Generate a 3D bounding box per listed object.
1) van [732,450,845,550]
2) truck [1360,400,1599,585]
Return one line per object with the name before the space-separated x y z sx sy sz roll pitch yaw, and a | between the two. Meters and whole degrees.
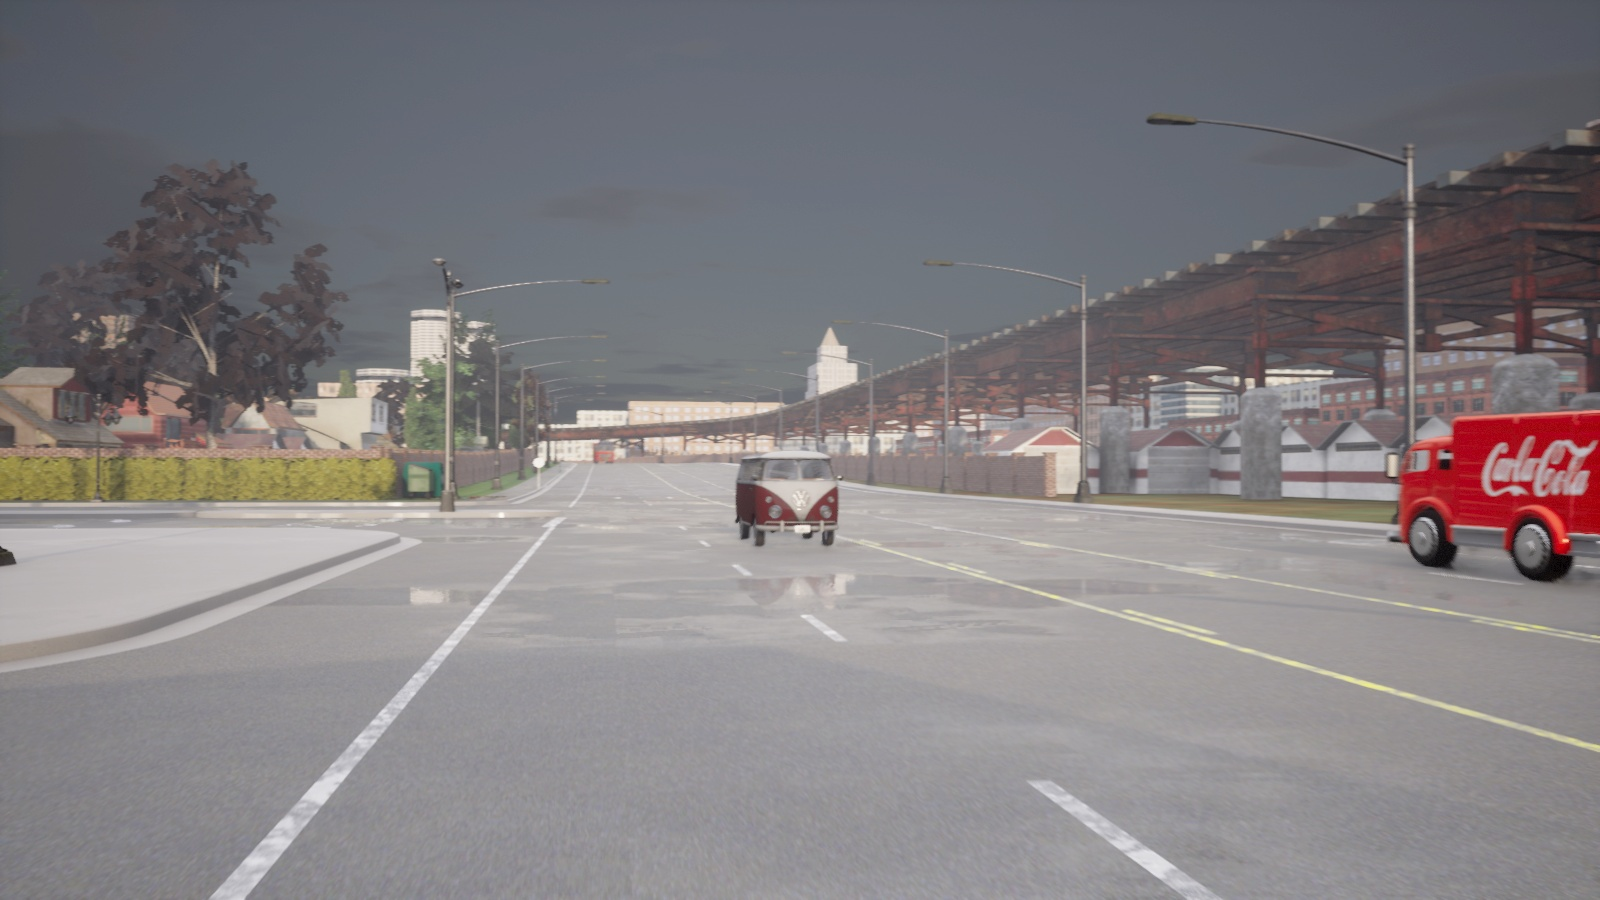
van | -0.348 1.026 27.278 1.775 1.987 4.442 0 -1 -9
truck | 11.491 0.597 19.563 2.627 2.467 5.204 0 -1 -9
